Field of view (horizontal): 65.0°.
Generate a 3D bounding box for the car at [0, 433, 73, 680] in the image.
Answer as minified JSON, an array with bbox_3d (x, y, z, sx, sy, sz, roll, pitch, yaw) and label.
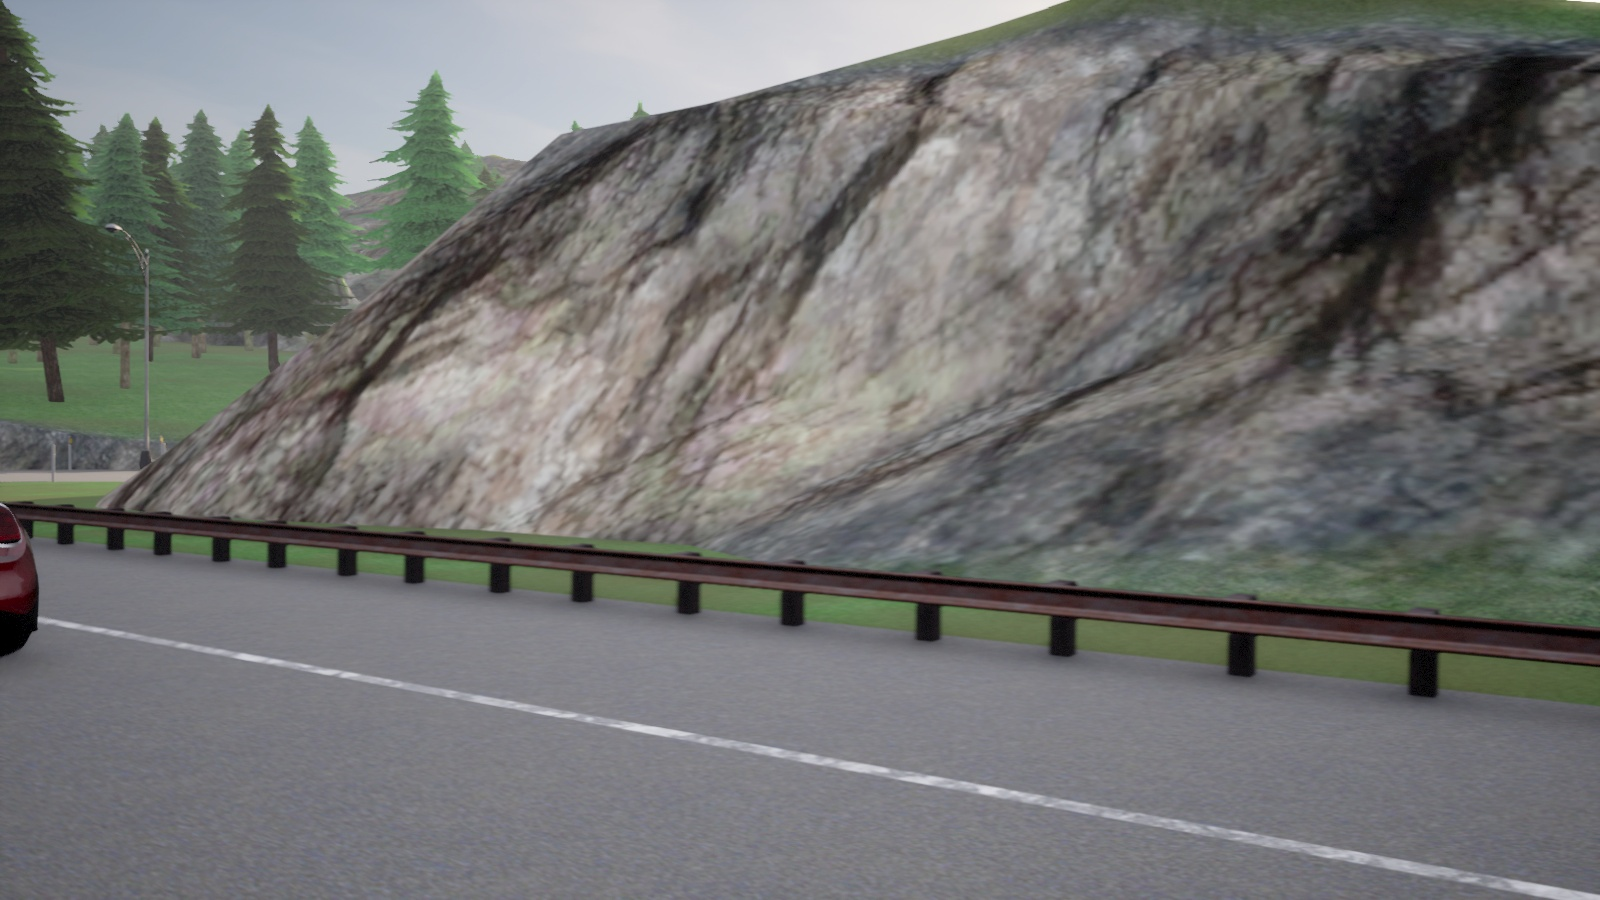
[{"bbox_3d":[-6.681,0.647,8.066,3.806,1.475,1.970,0,1,34],"label":"car"}]
